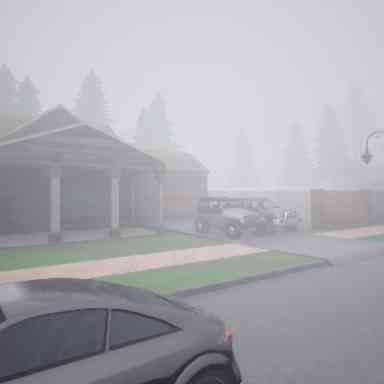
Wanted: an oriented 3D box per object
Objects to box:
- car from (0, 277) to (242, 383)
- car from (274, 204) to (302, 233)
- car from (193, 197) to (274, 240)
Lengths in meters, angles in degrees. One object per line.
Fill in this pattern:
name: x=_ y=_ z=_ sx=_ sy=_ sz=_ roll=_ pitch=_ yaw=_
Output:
car: x=-1.564 y=1.564 z=2.868 sx=4.181 sy=1.385 sz=1.994 roll=0 pitch=0 yaw=-36
car: x=3.525 y=1.174 z=17.906 sx=1.932 sy=1.855 sz=4.605 roll=0 pitch=0 yaw=-36
car: x=1.715 y=1.176 z=16.118 sx=1.905 sy=1.878 sz=3.866 roll=0 pitch=0 yaw=-36
